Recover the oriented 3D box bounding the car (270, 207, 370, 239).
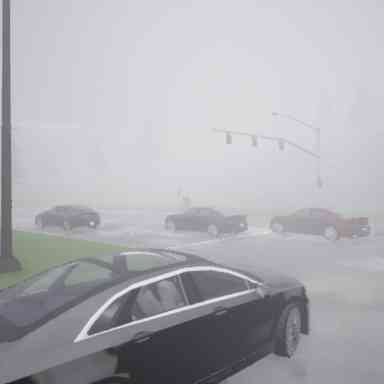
[{"bbox_3d":[6.143,1.470,16.603,1.882,1.535,5.008,1,-1,-35],"label":"car"}]

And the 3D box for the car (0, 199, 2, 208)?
[{"bbox_3d":[-26.504,1.477,43.525,5.008,1.535,1.882,0,0,10],"label":"car"}]

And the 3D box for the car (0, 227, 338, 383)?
[{"bbox_3d":[-0.339,1.490,4.111,4.902,1.511,2.128,0,0,-43],"label":"car"}]

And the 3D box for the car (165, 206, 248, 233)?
[{"bbox_3d":[0.628,1.472,17.873,5.008,1.535,1.882,0,-1,44],"label":"car"}]

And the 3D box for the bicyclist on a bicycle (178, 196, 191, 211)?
[{"bbox_3d":[-0.809,1.292,37.626,0.582,1.620,1.656,0,0,34],"label":"bicyclist on a bicycle"}]

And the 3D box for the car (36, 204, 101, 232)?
[{"bbox_3d":[-7.594,1.502,20.217,4.892,1.490,1.837,0,0,37],"label":"car"}]

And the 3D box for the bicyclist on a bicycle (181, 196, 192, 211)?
[{"bbox_3d":[-0.441,1.292,37.374,0.582,1.620,1.656,0,0,34],"label":"bicyclist on a bicycle"}]
